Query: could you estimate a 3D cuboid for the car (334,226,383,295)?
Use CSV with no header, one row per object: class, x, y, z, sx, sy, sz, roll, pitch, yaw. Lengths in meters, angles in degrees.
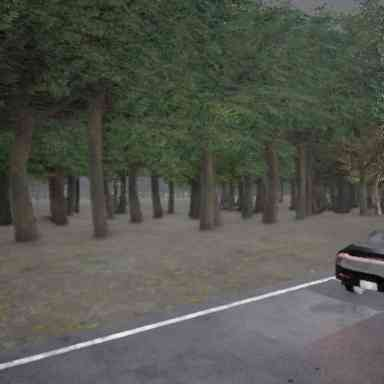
car,5.173,1.470,7.438,4.902,1.511,2.128,0,0,-36
